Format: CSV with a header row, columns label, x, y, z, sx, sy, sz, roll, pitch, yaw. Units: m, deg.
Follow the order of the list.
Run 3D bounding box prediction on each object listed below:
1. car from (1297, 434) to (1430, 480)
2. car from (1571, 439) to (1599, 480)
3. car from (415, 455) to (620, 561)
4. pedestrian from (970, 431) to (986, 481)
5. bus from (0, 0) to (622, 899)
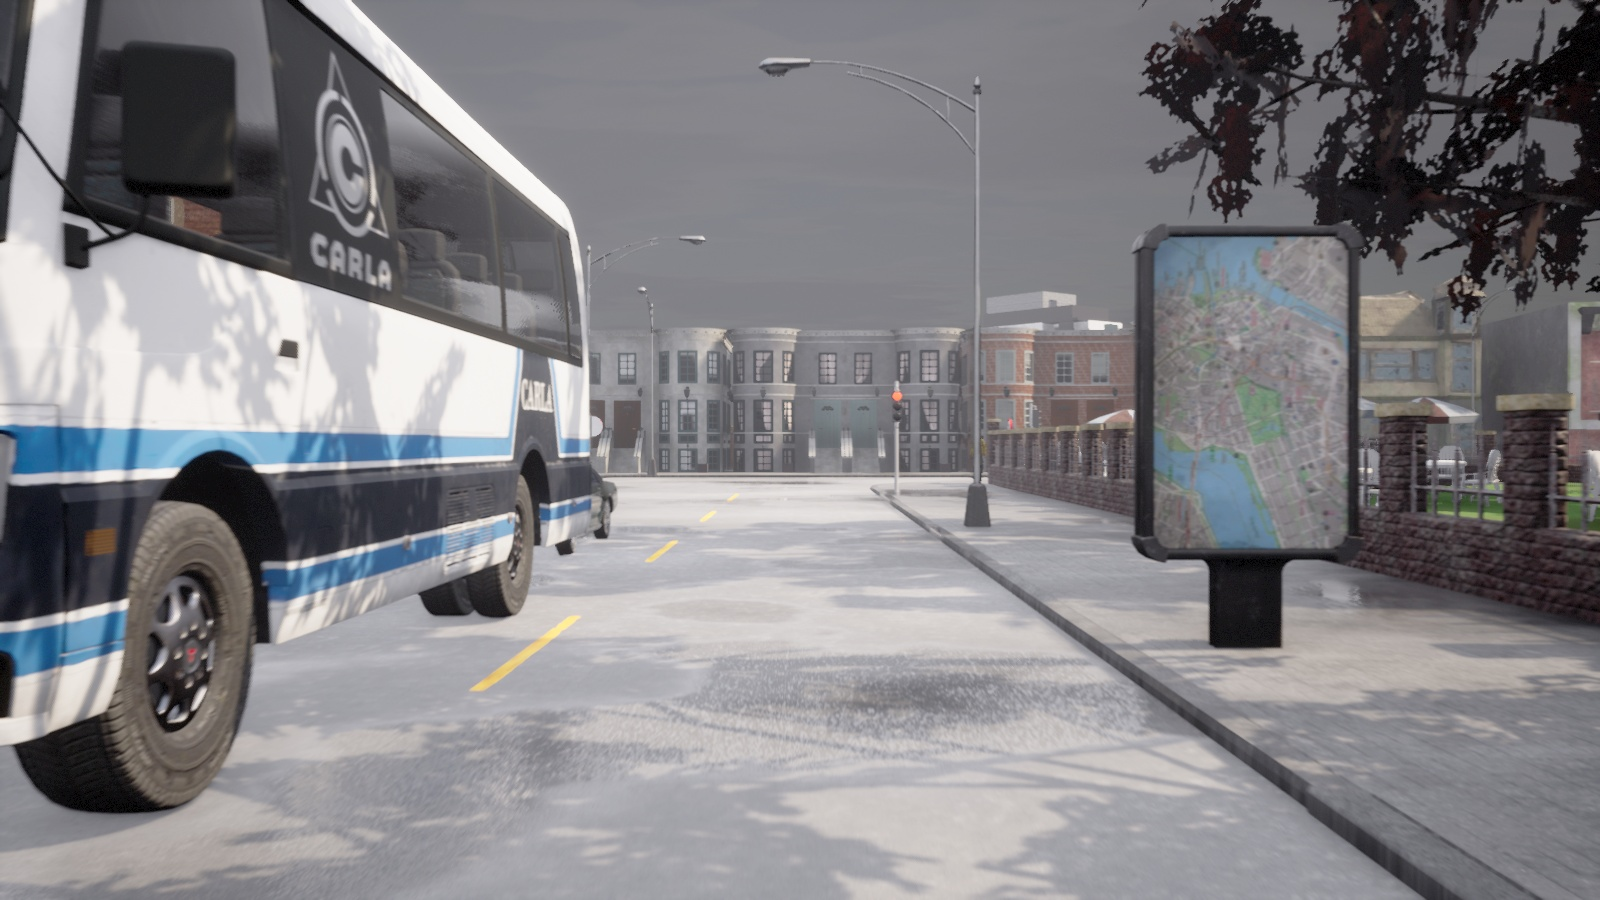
label,x,y,z,sx,sy,sz,roll,pitch,yaw
car,23.234,0.289,51.899,4.605,1.855,1.932,0,0,0
car,34.901,0.414,51.864,4.856,1.649,2.033,0,0,2
car,-3.906,0.741,18.203,1.895,1.301,4.718,0,0,0
pedestrian,6.539,0.207,46.173,0.431,1.840,0.709,0,0,23
bus,-3.943,-0.679,8.108,3.944,4.253,10.273,0,0,1
